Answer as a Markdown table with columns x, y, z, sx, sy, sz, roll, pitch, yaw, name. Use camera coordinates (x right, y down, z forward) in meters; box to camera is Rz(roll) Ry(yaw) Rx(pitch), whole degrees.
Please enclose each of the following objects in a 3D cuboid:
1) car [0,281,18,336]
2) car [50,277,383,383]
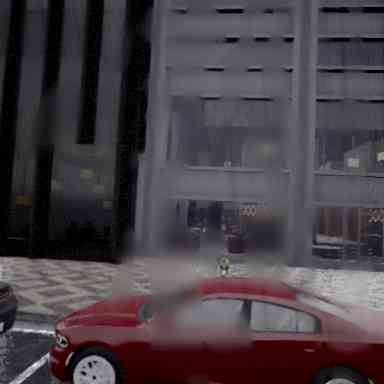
| x | y | z | sx | sy | sz | roll | pitch | yaw | name |
| --- | --- | --- | --- | --- | --- | --- | --- | --- | --- |
| -4.988 | 1.668 | 5.058 | 4.403 | 1.369 | 2.008 | 2 | -3 | 5 | car |
| 0.408 | 1.877 | 4.537 | 4.507 | 1.381 | 1.887 | 2 | -3 | 5 | car |
